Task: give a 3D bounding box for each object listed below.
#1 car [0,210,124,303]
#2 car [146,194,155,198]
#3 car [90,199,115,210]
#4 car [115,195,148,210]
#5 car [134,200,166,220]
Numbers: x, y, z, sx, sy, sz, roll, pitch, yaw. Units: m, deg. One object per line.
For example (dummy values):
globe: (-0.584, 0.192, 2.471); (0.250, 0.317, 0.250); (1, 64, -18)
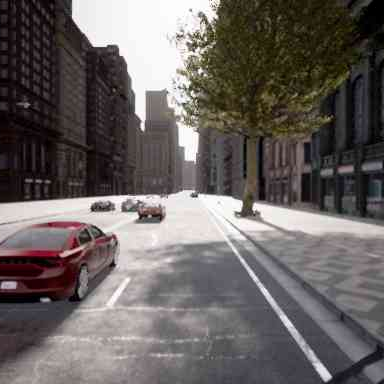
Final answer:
car: (-3.152, 1.450, 8.216); (1.882, 1.535, 5.008); (0, 0, 0)
car: (-9.767, 0.979, 78.550); (1.812, 1.442, 4.674); (0, 0, 0)
car: (-9.849, 1.447, 37.006); (1.994, 1.385, 4.181); (0, 0, 0)
car: (-6.599, 1.377, 36.850); (2.128, 1.511, 4.902); (0, 0, 0)
car: (-3.156, 1.515, 27.094); (1.895, 1.301, 4.718); (0, 0, 0)
